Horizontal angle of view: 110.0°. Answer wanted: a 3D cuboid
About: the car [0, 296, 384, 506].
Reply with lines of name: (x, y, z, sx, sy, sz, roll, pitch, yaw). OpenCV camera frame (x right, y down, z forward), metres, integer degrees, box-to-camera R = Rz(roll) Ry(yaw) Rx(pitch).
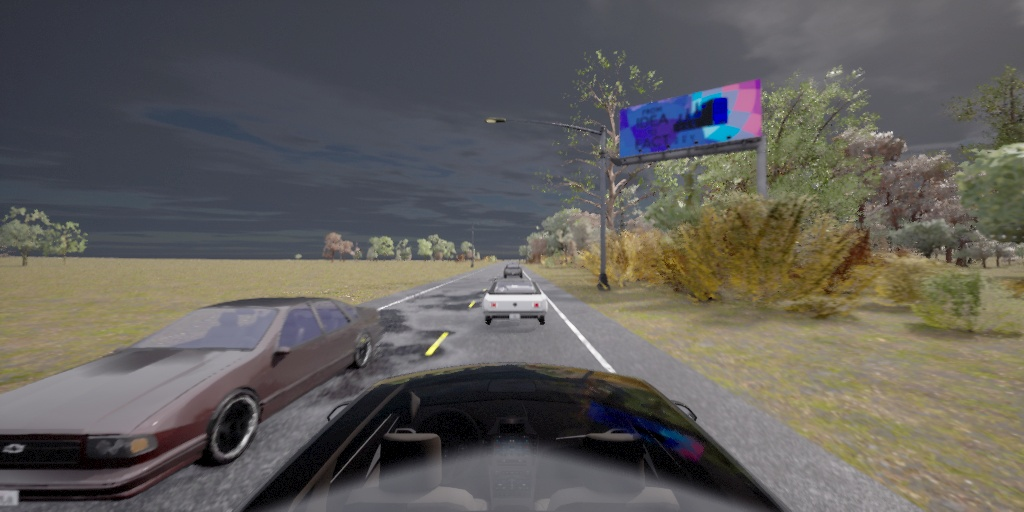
car: (-3.580, 1.326, 5.171, 2.033, 1.411, 5.357, 0, 0, 0)

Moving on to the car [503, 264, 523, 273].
car: (0.106, 1.520, 36.730, 2.128, 1.511, 4.902, 0, 0, 0)

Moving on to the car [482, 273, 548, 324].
car: (0.093, 1.436, 12.386, 1.895, 1.301, 4.718, 0, 0, 0)
